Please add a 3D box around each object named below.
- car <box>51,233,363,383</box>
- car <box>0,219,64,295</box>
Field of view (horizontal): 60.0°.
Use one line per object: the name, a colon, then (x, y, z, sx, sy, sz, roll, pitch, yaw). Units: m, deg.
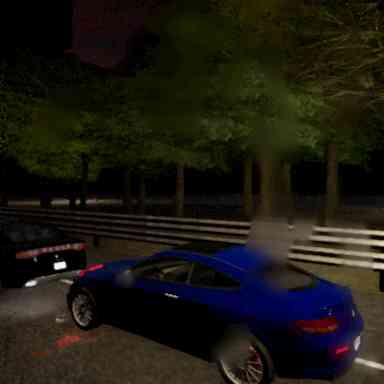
car: (0.019, 1.514, 5.155, 4.674, 1.442, 1.812, 0, 0, 36)
car: (-4.879, 1.433, 8.666, 5.008, 1.535, 1.882, 0, 0, 36)
